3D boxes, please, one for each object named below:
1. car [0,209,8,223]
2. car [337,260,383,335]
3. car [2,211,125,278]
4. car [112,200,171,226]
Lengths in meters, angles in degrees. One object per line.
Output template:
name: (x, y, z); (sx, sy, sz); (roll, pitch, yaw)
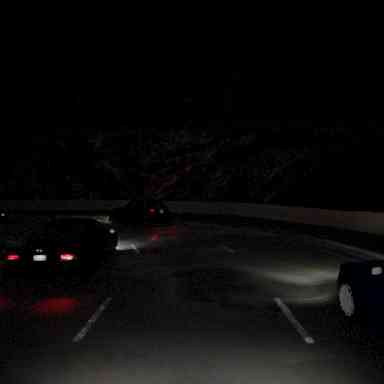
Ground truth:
car: (-14.869, 1.511, 22.501); (4.181, 1.385, 1.994); (0, 0, -4)
car: (3.615, 1.471, 4.171); (1.882, 1.535, 5.008); (0, 0, 0)
car: (-3.554, 1.526, 10.010); (2.033, 1.411, 5.357); (0, 0, -3)
car: (-3.667, 1.304, 23.100); (4.553, 1.767, 2.097); (0, 0, 38)
